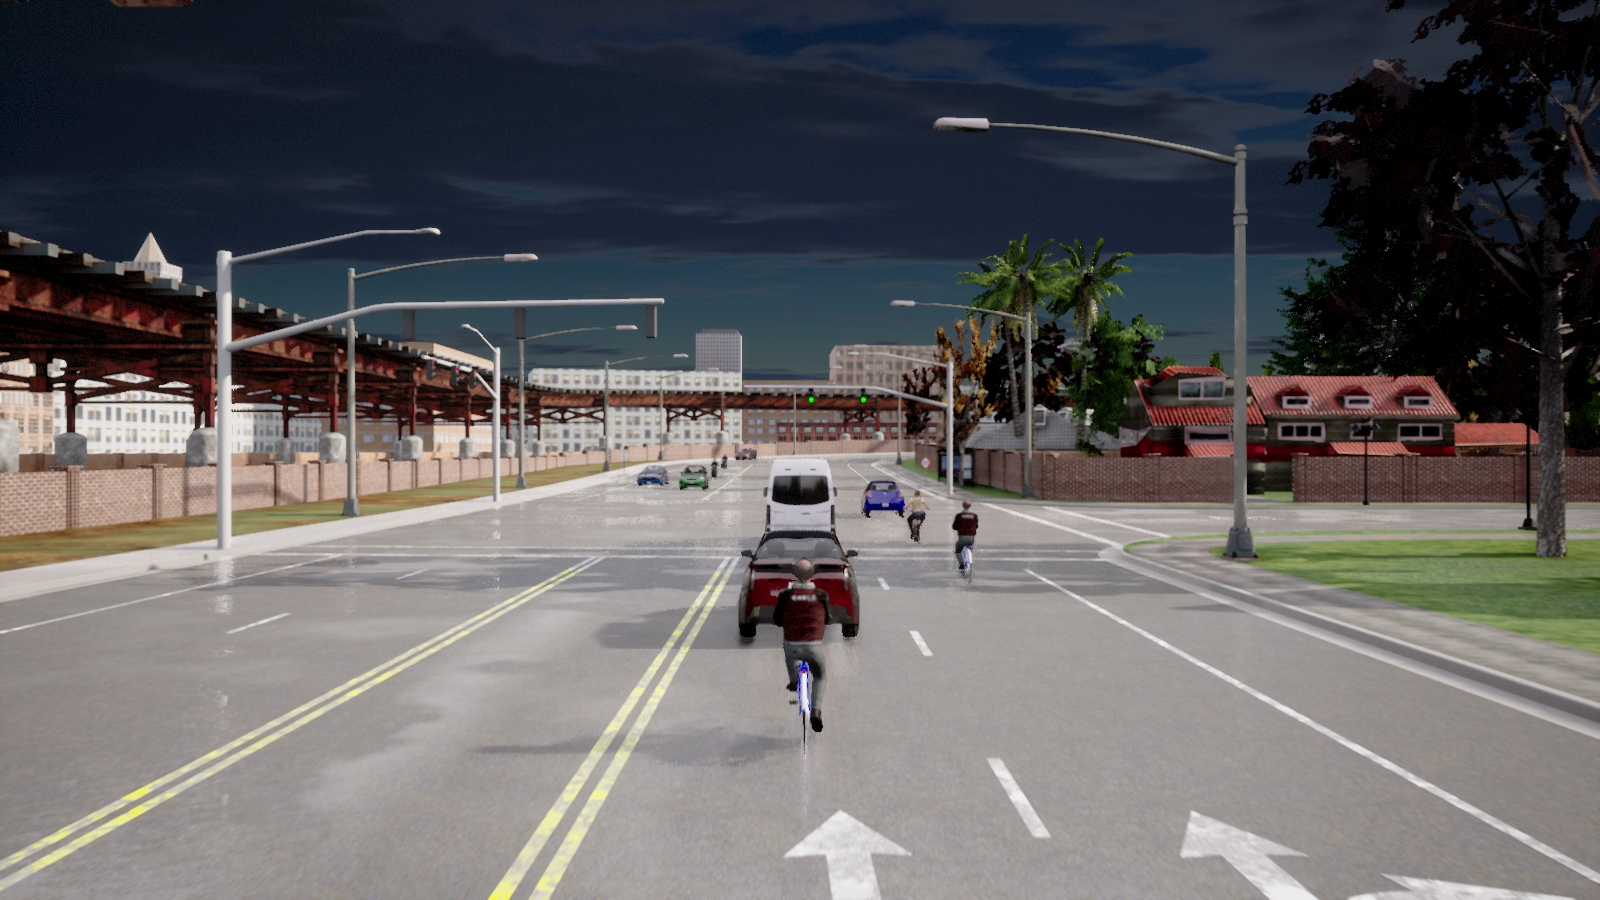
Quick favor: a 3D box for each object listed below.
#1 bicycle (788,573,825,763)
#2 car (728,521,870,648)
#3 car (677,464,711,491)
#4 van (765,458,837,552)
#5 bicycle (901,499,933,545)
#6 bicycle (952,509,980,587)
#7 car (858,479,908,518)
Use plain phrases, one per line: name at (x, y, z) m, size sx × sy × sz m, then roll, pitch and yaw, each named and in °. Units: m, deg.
bicycle at (0.049, 2.051, 11.145) m, size 0.329 × 1.496 × 1.835 m, roll 0°, pitch 0°, yaw 0°
car at (-0.011, 2.044, 18.493) m, size 2.007 × 1.525 × 4.514 m, roll 0°, pitch 0°, yaw 0°
car at (-6.999, 1.818, 75.797) m, size 1.851 × 1.617 × 3.988 m, roll 0°, pitch 1°, yaw 0°
van at (0.020, 1.542, 34.432) m, size 1.988 × 2.561 × 5.915 m, roll 0°, pitch 0°, yaw 0°
bicycle at (3.536, 2.153, 34.603) m, size 0.859 × 1.301 × 1.487 m, roll 0°, pitch 0°, yaw 1°
bicycle at (3.519, 2.054, 24.318) m, size 0.329 × 1.496 × 1.835 m, roll 0°, pitch 0°, yaw 0°
car at (3.500, 2.029, 48.820) m, size 1.845 × 1.501 × 3.633 m, roll 0°, pitch 0°, yaw 0°
